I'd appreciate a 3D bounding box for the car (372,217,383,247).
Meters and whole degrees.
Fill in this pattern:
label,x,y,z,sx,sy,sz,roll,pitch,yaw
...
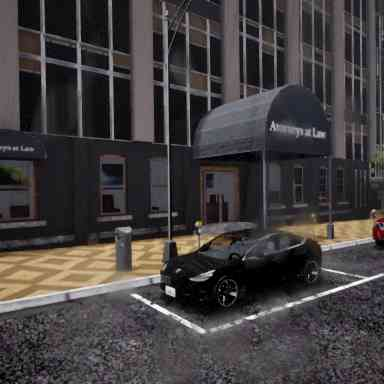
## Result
label,x,y,z,sx,sy,sz,roll,pitch,yaw
car,9.596,1.310,13.994,5.009,1.841,2.192,0,-1,-37

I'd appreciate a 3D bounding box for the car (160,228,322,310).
label,x,y,z,sx,sy,sz,roll,pitch,yaw
car,1.316,1.564,7.797,4.313,1.339,1.947,0,-1,-37
